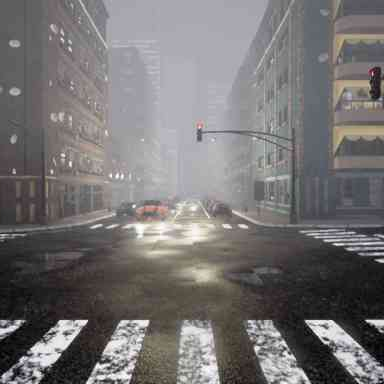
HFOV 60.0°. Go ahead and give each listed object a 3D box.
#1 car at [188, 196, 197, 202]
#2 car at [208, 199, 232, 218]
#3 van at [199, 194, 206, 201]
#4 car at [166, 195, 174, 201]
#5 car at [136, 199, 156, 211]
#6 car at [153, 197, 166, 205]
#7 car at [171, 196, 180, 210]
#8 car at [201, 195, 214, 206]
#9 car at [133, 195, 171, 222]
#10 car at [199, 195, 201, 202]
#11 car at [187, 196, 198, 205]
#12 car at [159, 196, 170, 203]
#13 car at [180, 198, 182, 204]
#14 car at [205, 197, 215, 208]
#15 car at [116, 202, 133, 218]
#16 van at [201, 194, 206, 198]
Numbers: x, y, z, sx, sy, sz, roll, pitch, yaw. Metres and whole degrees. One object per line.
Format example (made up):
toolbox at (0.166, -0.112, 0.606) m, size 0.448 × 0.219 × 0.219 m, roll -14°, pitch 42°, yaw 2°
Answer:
car at (0.040, 1.450, 69.842) m, size 1.895 × 1.301 × 4.718 m, roll 0°, pitch 0°, yaw 0°
car at (2.702, 1.584, 30.349) m, size 1.802 × 1.307 × 4.206 m, roll 0°, pitch 0°, yaw 0°
van at (2.730, 1.377, 85.584) m, size 1.690 × 1.788 × 3.998 m, roll -1°, pitch 0°, yaw 0°
car at (-5.649, 1.561, 85.431) m, size 1.752 × 1.417 × 4.829 m, roll 0°, pitch 0°, yaw 0°
car at (-5.673, 1.572, 41.413) m, size 1.947 × 1.339 × 4.313 m, roll 0°, pitch 0°, yaw 0°
car at (-5.664, 1.560, 57.984) m, size 1.887 × 1.381 × 4.507 m, roll 0°, pitch 0°, yaw 0°
car at (-3.065, 1.554, 43.658) m, size 2.033 × 1.411 × 5.357 m, roll 0°, pitch 0°, yaw 0°
car at (2.711, 1.553, 46.919) m, size 1.887 × 1.381 × 4.507 m, roll 0°, pitch 0°, yaw 0°
car at (-3.082, 1.353, 26.391) m, size 2.097 × 1.767 × 4.553 m, roll 0°, pitch 0°, yaw 0°
car at (2.717, 1.581, 57.967) m, size 1.947 × 1.339 × 4.313 m, roll 0°, pitch 0°, yaw 0°
car at (0.034, 1.542, 59.806) m, size 1.812 × 1.442 × 4.674 m, roll 0°, pitch 0°, yaw 0°
car at (-5.657, 1.604, 69.030) m, size 1.802 × 1.307 × 4.206 m, roll 0°, pitch 0°, yaw 0°
car at (-2.964, 1.543, 63.862) m, size 1.837 × 1.490 × 4.892 m, roll 0°, pitch 0°, yaw 0°
car at (2.705, 1.570, 35.873) m, size 1.947 × 1.339 × 4.313 m, roll 0°, pitch 0°, yaw 0°
car at (-5.679, 1.568, 30.366) m, size 1.947 × 1.339 × 4.313 m, roll 0°, pitch 0°, yaw 0°
van at (2.712, 1.353, 52.443) m, size 1.690 × 1.788 × 3.998 m, roll 0°, pitch 0°, yaw 0°
